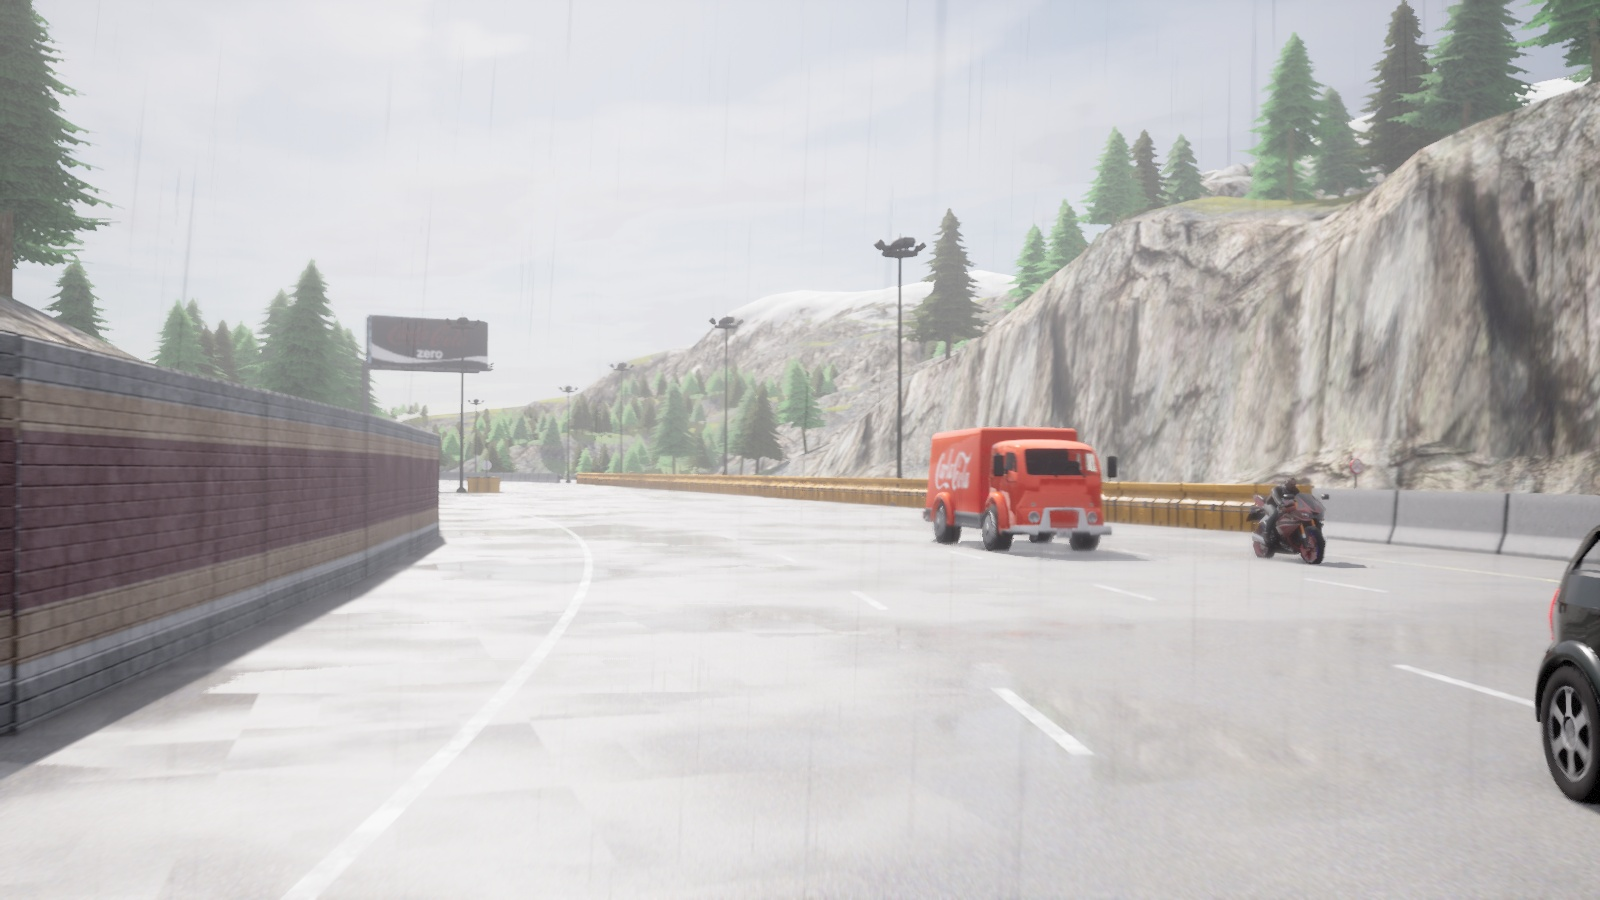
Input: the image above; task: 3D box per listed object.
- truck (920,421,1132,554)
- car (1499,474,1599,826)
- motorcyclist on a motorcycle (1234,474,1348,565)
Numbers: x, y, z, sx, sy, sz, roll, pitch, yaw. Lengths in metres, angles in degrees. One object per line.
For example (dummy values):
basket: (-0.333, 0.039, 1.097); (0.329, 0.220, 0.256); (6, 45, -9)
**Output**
truck: (4.475, 0.744, 25.983); (2.627, 2.467, 5.204); (0, -1, -11)
car: (4.282, 0.856, 4.625); (1.789, 1.549, 3.705); (0, -1, 9)
motorcyclist on a motorcycle: (8.672, 1.187, 22.281); (0.866, 1.530, 2.191); (0, -1, -10)
